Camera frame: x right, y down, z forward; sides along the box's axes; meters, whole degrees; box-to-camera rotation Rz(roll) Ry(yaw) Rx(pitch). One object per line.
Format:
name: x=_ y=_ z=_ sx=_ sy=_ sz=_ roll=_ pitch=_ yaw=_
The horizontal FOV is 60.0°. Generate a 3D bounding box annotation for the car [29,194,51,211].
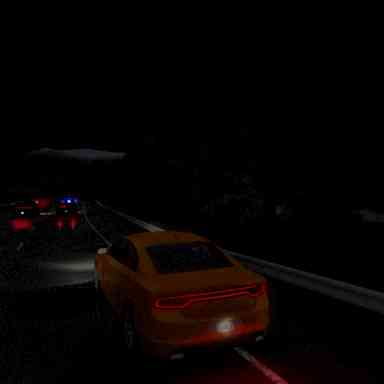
car: x=-18.396 y=1.221 z=40.078 sx=2.150 sy=2.045 sz=5.566 roll=0 pitch=0 yaw=-19

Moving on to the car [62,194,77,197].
car: x=-15.227 y=1.221 z=41.463 sx=2.150 sy=2.045 sz=5.566 roll=0 pitch=0 yaw=-18

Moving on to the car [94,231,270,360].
car: x=-0.621 y=1.478 z=6.291 sx=1.882 sy=1.535 sz=5.008 roll=0 pitch=0 yaw=-24

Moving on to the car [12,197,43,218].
car: x=-15.010 y=1.505 z=30.175 sx=1.837 sy=1.490 sz=4.892 roll=0 pitch=0 yaw=-19

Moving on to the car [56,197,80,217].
car: x=-11.831 y=1.492 z=31.556 sx=2.128 sy=1.511 sz=4.902 roll=0 pitch=0 yaw=-19
